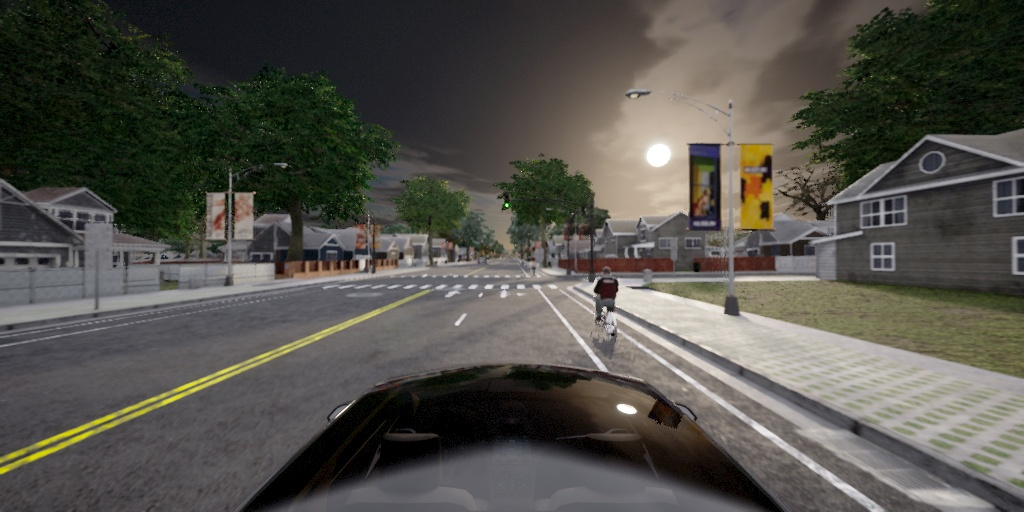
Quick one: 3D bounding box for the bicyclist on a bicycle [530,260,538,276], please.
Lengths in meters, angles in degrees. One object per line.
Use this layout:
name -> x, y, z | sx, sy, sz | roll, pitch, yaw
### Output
bicyclist on a bicycle -> 2.270, 1.248, 37.213 | 0.866, 1.612, 1.509 | 0, 0, 0

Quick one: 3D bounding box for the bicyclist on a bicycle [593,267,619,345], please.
bicyclist on a bicycle -> 2.243, 1.134, 8.694 | 0.659, 1.776, 1.843 | 0, 0, 0
